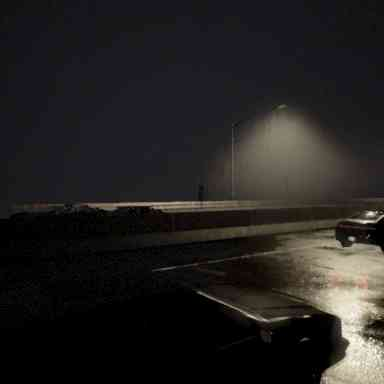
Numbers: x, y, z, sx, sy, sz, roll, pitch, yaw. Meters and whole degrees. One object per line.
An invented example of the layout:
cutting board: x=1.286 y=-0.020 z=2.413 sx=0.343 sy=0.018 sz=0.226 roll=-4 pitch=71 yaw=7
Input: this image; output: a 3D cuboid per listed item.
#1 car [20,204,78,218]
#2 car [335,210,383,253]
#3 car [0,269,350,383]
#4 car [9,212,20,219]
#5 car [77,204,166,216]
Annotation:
car: x=-7.395 y=1.503 z=20.142 sx=4.902 sy=1.511 sz=2.128 roll=0 pitch=0 yaw=-35
car: x=7.863 y=1.516 z=13.653 sx=4.902 sy=1.511 sz=2.128 roll=0 pitch=0 yaw=-35
car: x=-0.677 y=1.550 z=3.264 sx=5.357 sy=1.411 sz=2.033 roll=0 pitch=0 yaw=-36
car: x=-9.819 y=1.611 z=22.716 sx=4.718 sy=1.301 sz=1.895 roll=0 pitch=0 yaw=-35
car: x=-3.511 y=1.522 z=18.583 sx=4.892 sy=1.490 sz=1.837 roll=1 pitch=0 yaw=-35
